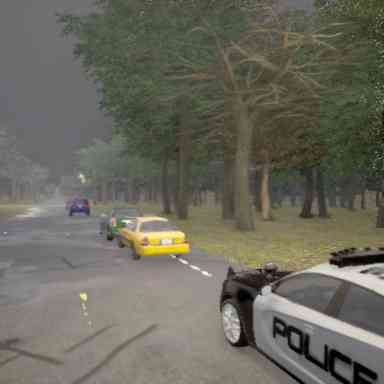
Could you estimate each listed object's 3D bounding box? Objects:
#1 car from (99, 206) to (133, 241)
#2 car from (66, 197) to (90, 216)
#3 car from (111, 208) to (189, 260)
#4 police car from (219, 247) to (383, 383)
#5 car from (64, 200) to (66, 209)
[{"bbox_3d":[-3.963,1.607,18.681,2.097,1.767,4.553,0,-1,-22],"label":"car"},{"bbox_3d":[-13.111,1.697,38.523,2.150,2.045,5.566,0,0,-22],"label":"car"},{"bbox_3d":[-1.791,1.644,13.321,1.801,1.575,5.366,0,-1,-22],"label":"car"},{"bbox_3d":[1.994,1.489,3.979,1.930,1.638,5.238,0,-1,-22],"label":"police car"},{"bbox_3d":[-19.592,1.844,54.462,2.150,2.045,5.566,0,-1,-22],"label":"car"}]
